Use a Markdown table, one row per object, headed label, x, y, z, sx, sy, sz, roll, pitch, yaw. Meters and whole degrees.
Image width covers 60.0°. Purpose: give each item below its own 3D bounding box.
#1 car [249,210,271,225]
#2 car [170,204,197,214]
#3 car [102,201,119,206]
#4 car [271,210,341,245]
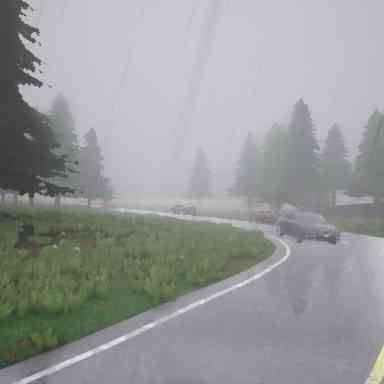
| label | x | y | z | sx | sy | sz | roll | pitch | yaw |
| --- | --- | --- | --- | --- | --- | --- | --- | --- | --- |
| car | 6.740 | 2.141 | 27.157 | 1.895 | 1.301 | 4.718 | 2 | -2 | -28 |
| car | -1.149 | 2.205 | 41.219 | 1.837 | 1.490 | 4.892 | 2 | -2 | -29 |
| car | -14.223 | 2.137 | 57.762 | 2.097 | 1.767 | 4.553 | 2 | -2 | -29 |
| car | 5.829 | 1.757 | 17.124 | 1.837 | 1.490 | 4.892 | 3 | -2 | -3 |
